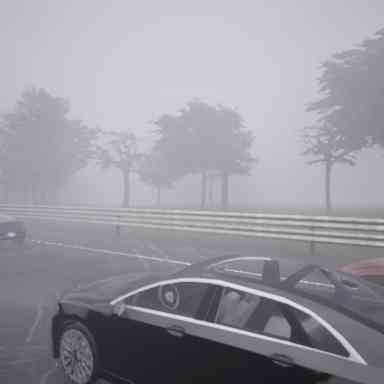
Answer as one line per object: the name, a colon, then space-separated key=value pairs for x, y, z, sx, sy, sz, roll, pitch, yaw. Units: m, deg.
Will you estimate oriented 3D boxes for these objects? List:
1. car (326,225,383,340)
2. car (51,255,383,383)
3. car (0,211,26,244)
car: x=4.810 y=1.477 z=4.845 sx=5.008 sy=1.535 sz=1.882 roll=0 pitch=0 yaw=36
car: x=0.393 y=1.490 z=3.692 sx=4.902 sy=1.511 sz=2.128 roll=0 pitch=0 yaw=35
car: x=-9.130 y=1.538 z=14.641 sx=4.674 sy=1.442 sz=1.812 roll=0 pitch=0 yaw=35
